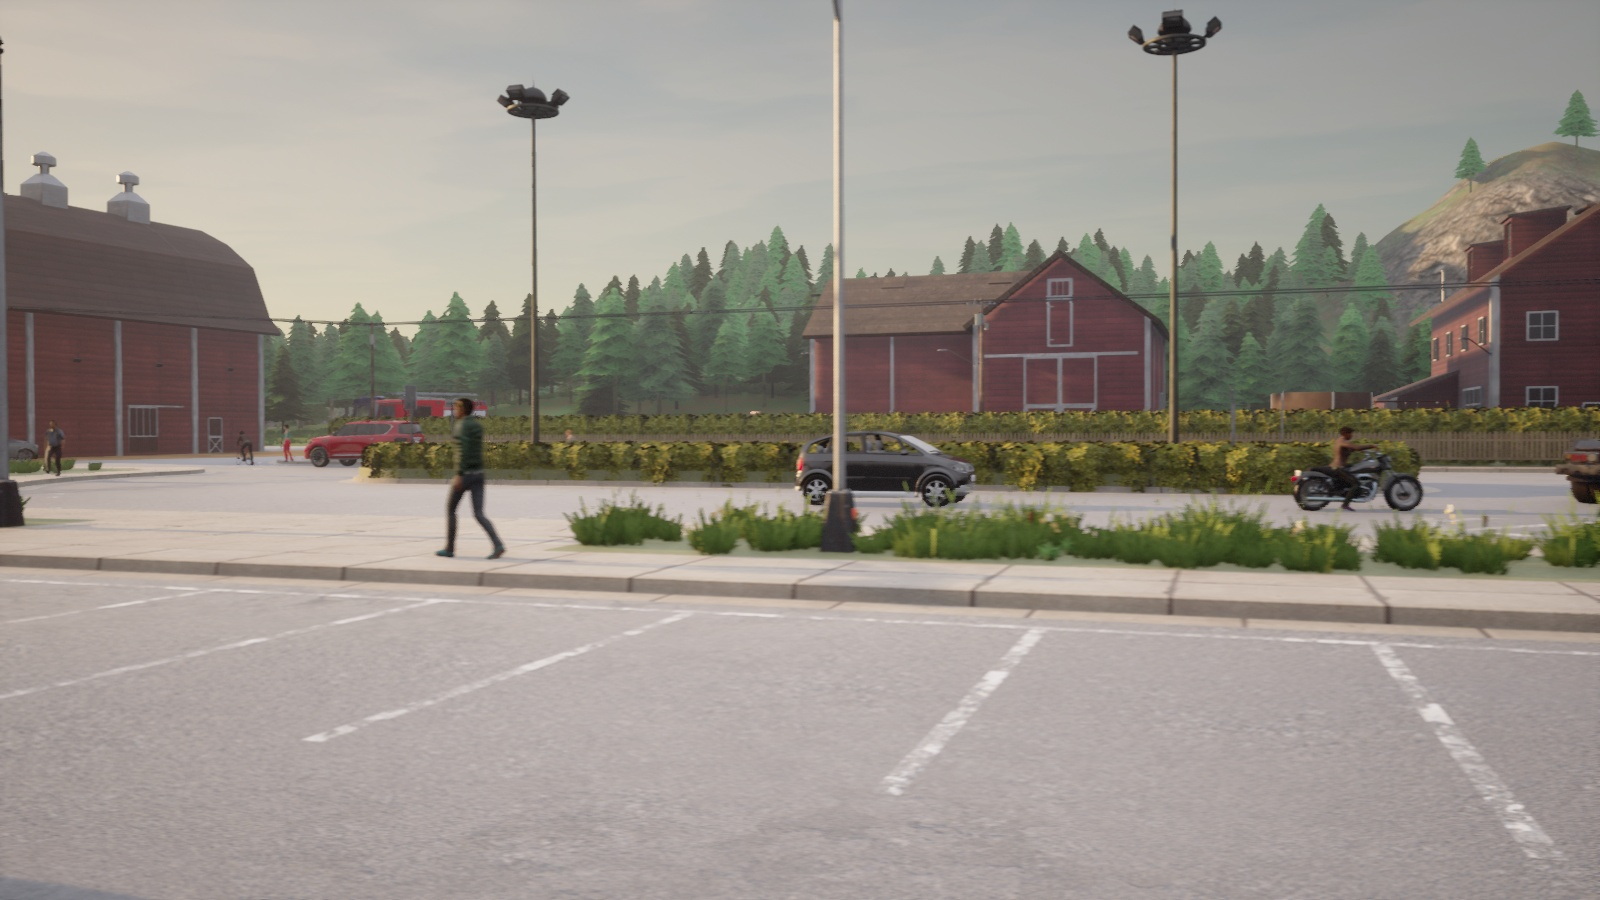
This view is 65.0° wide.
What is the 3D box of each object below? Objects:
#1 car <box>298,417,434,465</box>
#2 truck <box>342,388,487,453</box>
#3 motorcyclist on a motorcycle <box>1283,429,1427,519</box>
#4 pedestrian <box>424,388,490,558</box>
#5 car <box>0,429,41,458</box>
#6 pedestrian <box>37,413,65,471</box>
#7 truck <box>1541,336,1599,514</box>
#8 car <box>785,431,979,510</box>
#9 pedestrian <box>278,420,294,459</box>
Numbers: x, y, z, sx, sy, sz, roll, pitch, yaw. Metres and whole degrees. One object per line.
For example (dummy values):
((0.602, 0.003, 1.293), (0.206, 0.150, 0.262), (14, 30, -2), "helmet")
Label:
((-19.214, -0.417, 55.585), (5.566, 2.045, 2.150), (1, 1, 19), "car")
((-23.885, -1.829, 78.174), (2.891, 3.827, 8.468), (1, 1, 38), "truck")
((10.430, 0.437, 23.668), (2.350, 1.649, 0.766), (1, 1, 8), "motorcyclist on a motorcycle")
((-3.789, 0.246, 13.865), (0.614, 1.847, 0.353), (1, 1, 24), "pedestrian")
((-40.296, -0.328, 62.434), (4.181, 1.385, 1.994), (-1, 1, -37), "car")
((-24.066, -0.255, 40.354), (0.540, 1.848, 0.694), (0, 1, -10), "pedestrian")
((19.058, -0.505, 26.285), (7.936, 3.462, 2.891), (0, 1, -34), "truck")
((1.730, 0.392, 26.234), (3.705, 1.549, 1.789), (0, 1, 19), "car")
((-24.861, -0.510, 60.760), (0.594, 1.836, 0.345), (0, 1, 4), "pedestrian")
